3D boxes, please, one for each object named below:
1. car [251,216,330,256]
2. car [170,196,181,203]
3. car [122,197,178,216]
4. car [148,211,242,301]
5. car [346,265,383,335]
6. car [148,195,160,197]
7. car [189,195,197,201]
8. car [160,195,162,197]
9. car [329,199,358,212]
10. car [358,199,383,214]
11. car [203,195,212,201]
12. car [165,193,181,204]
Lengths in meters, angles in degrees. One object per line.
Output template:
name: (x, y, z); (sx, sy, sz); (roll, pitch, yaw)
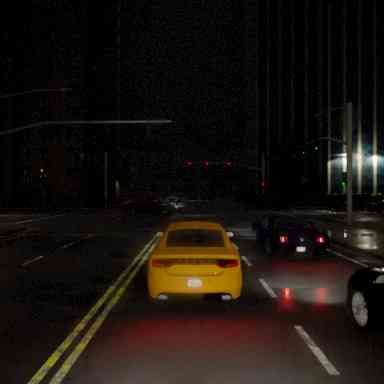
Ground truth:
car: (3.612, 1.600, 13.183); (1.895, 1.301, 4.718); (0, 0, 0)
car: (-3.350, 1.560, 68.376); (1.994, 1.385, 4.181); (0, 0, 1)
car: (-4.096, 1.476, 31.510); (5.008, 1.535, 1.882); (0, 0, 0)
car: (0.074, 1.477, 8.423); (1.882, 1.535, 5.008); (0, 0, 1)
car: (3.609, 1.504, 3.912); (1.837, 1.490, 4.892); (0, 0, 0)
car: (-6.957, 1.502, 56.071); (1.837, 1.490, 4.892); (0, 0, 0)
car: (0.186, 1.363, 80.118); (1.994, 1.385, 4.181); (0, 0, 0)
car: (-6.887, 1.348, 65.258); (2.097, 1.767, 4.553); (0, 0, 1)
car: (19.011, 1.545, 38.890); (5.357, 1.411, 2.033); (0, 0, 0)
car: (20.928, 1.490, 35.407); (4.902, 1.511, 2.128); (0, 0, -1)
car: (3.684, 1.424, 79.570); (1.837, 1.490, 4.892); (0, 0, 0)
car: (-3.435, 1.218, 59.017); (2.150, 2.045, 5.566); (0, 0, 0)
